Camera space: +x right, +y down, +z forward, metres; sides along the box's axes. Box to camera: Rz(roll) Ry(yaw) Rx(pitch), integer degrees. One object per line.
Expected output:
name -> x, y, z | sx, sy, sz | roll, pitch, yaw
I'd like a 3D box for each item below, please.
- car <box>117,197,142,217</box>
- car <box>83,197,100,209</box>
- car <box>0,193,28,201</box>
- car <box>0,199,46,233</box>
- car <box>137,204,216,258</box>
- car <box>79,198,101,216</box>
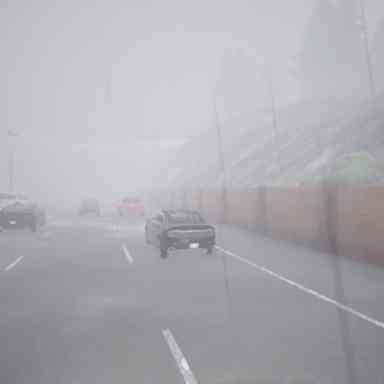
car -> -5.657, 1.217, 30.170 | 2.097, 1.767, 4.553 | 0, 0, -16
car -> -12.733, 1.384, 42.088 | 1.994, 1.385, 4.181 | 0, 0, -16
car -> -16.849, 1.098, 31.091 | 2.150, 2.045, 5.566 | 0, 0, -16
car -> -9.855, 1.401, 19.460 | 1.882, 1.535, 5.008 | 0, 1, -16
car -> -0.612, 1.431, 12.652 | 2.128, 1.511, 4.902 | 0, 0, -16
car -> -9.532, 1.415, 30.976 | 2.033, 1.411, 5.357 | 0, 0, -16
